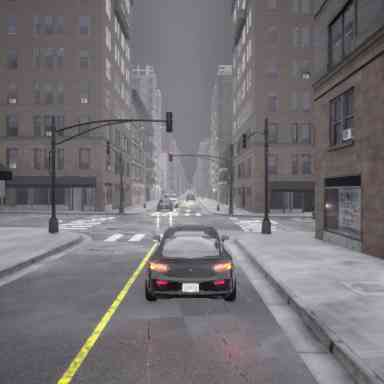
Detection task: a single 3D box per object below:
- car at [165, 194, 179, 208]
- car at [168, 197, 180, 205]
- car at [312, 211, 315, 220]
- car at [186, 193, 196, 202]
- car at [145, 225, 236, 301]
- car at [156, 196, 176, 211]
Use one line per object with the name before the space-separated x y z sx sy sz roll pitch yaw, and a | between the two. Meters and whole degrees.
car | -3.285 1.294 50.854 2.150 2.045 5.566 0 0 0
car | -3.293 1.641 61.433 2.033 1.411 5.357 0 0 0
car | 12.257 1.722 26.824 5.008 1.535 1.882 1 0 -1
car | -0.306 1.360 81.732 2.150 2.045 5.566 0 0 0
car | -0.024 1.527 8.196 1.812 1.442 4.674 0 0 0
car | -3.264 1.557 40.800 1.837 1.490 4.892 0 0 -2
